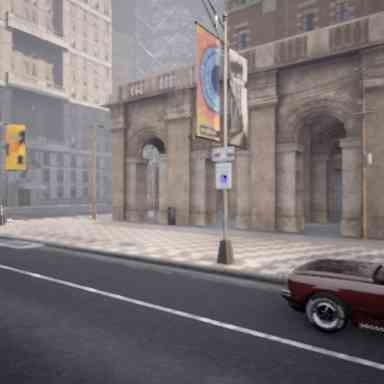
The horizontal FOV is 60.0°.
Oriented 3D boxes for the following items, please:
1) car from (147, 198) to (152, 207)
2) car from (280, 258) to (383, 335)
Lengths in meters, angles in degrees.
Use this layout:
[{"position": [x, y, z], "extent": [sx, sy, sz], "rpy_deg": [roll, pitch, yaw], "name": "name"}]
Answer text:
[{"position": [-8.371, 1.549, 51.882], "extent": [1.882, 1.535, 5.008], "rpy_deg": [0, 0, 36], "name": "car"}, {"position": [3.866, 1.594, 5.103], "extent": [4.718, 1.301, 1.895], "rpy_deg": [0, 0, 35], "name": "car"}]
